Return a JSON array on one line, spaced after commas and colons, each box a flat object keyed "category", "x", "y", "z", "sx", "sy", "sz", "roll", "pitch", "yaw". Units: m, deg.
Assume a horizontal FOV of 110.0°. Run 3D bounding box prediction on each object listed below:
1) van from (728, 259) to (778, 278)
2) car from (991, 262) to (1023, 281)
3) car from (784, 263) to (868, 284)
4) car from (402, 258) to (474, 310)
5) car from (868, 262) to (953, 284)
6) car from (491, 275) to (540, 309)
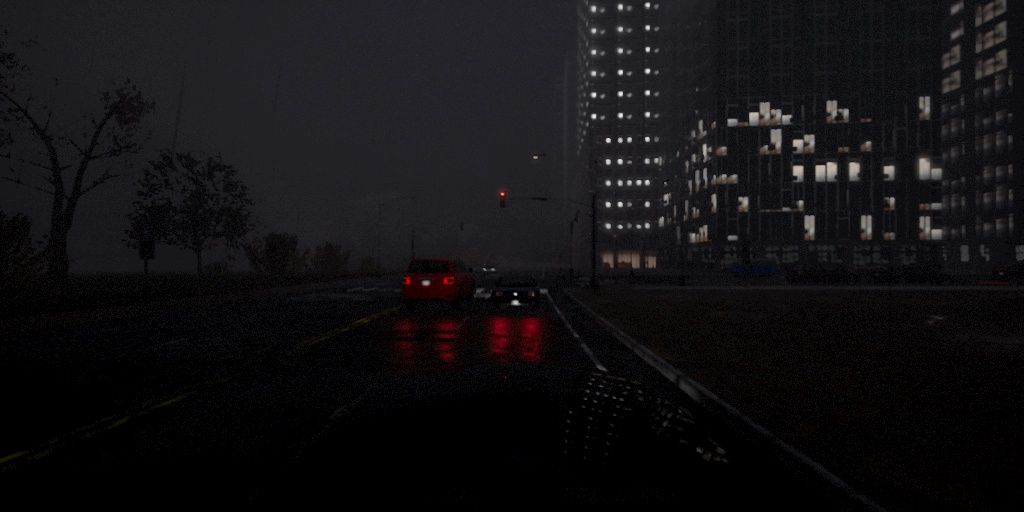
[{"category": "van", "x": 22.884, "y": 1.173, "z": 34.047, "sx": 3.998, "sy": 1.789, "sz": 1.690, "roll": 0, "pitch": 0, "yaw": 6}, {"category": "car", "x": 39.103, "y": 1.133, "z": 26.592, "sx": 5.008, "sy": 1.535, "sz": 1.882, "roll": -1, "pitch": 0, "yaw": 6}, {"category": "car", "x": 22.010, "y": 1.225, "z": 25.467, "sx": 4.097, "sy": 1.591, "sz": 1.967, "roll": 0, "pitch": 0, "yaw": 6}, {"category": "car", "x": -3.040, "y": 1.098, "z": 15.756, "sx": 2.150, "sy": 2.045, "sz": 5.566, "roll": 0, "pitch": 0, "yaw": 2}, {"category": "car", "x": 27.676, "y": 1.302, "z": 24.960, "sx": 4.313, "sy": 1.339, "sz": 1.948, "roll": 0, "pitch": 0, "yaw": 6}, {"category": "car", "x": 0.215, "y": 1.483, "z": 15.731, "sx": 1.895, "sy": 1.301, "sz": 4.718, "roll": 0, "pitch": 0, "yaw": 2}]
